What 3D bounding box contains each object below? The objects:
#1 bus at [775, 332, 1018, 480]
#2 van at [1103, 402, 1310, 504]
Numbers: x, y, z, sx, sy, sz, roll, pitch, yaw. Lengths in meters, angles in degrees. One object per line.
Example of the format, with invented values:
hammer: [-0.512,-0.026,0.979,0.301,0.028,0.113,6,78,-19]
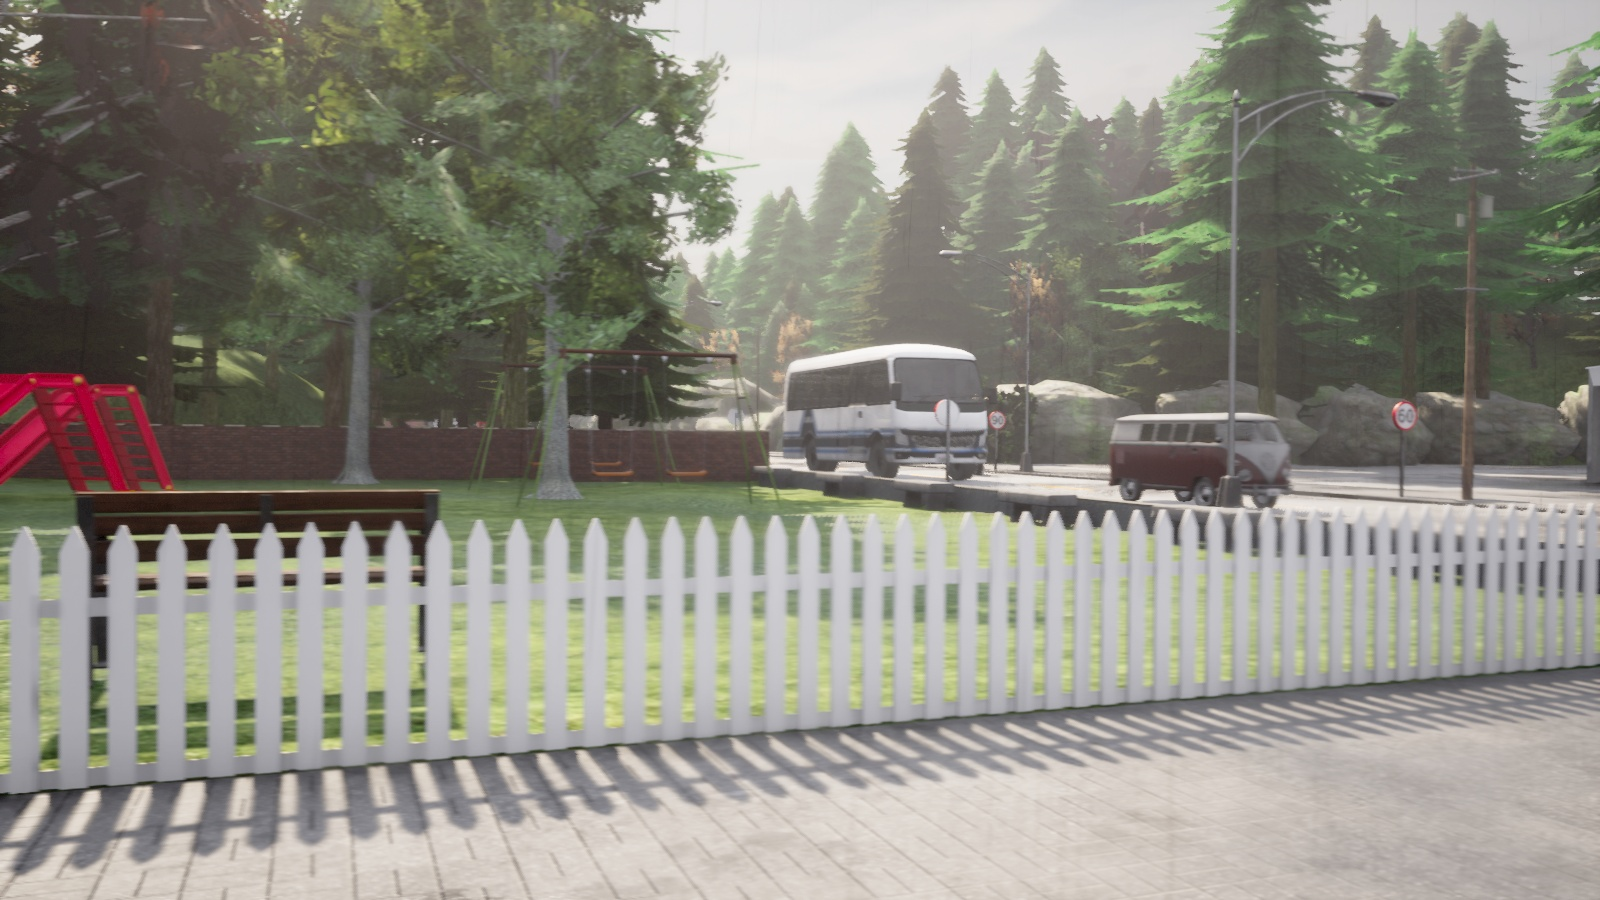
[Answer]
bus: [2.798,-1.286,41.628,3.944,4.253,10.273,-1,0,-21]
van: [8.507,0.024,26.724,1.775,1.987,4.442,-1,1,-21]
